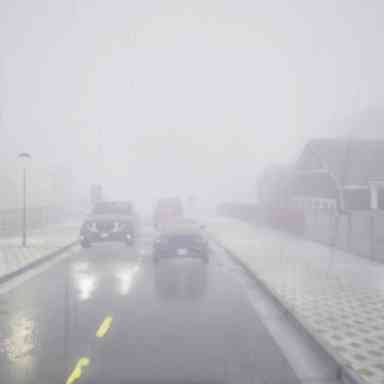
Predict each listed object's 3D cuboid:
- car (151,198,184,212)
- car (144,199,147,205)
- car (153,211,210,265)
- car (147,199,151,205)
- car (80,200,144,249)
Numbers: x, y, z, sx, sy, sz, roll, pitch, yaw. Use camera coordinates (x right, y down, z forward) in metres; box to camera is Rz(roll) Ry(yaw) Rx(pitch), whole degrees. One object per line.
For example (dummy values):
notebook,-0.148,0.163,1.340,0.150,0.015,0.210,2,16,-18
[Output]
car,-1.892,1.513,26.164,2.150,2.045,5.566,0,-1,-8
car,-11.914,2.720,88.098,1.882,1.535,5.008,0,-1,0
car,-0.439,1.642,12.141,1.812,1.442,4.674,0,-1,-4
car,-9.199,2.406,82.396,2.097,1.767,4.553,0,-1,0
car,-3.652,1.392,15.774,2.150,2.045,5.566,0,-1,-5
